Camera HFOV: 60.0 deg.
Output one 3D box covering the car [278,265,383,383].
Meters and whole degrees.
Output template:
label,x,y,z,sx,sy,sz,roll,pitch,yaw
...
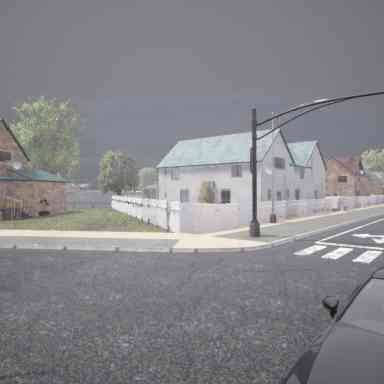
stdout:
label,x,y,z,sx,sy,sz,roll,pitch,yaw
car,2.517,1.525,3.389,1.812,1.442,4.674,0,0,42
